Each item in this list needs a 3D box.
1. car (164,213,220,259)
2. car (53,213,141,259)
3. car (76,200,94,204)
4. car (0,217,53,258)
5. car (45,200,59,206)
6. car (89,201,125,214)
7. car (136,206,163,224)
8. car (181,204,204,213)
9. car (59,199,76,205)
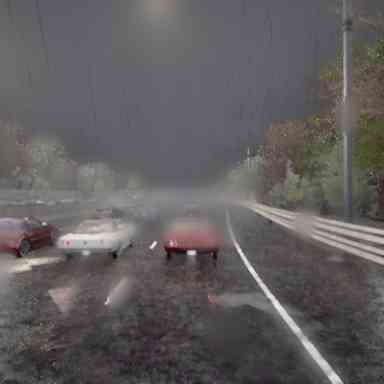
[{"bbox_3d":[0.013,1.747,13.239,1.895,1.301,4.718,0,-1,0],"label":"car"},{"bbox_3d":[-3.487,1.747,13.232,1.895,1.301,4.718,0,-1,0],"label":"car"},{"bbox_3d":[-21.032,2.334,67.378,2.033,1.411,5.357,0,-1,0],"label":"car"},{"bbox_3d":[-6.984,1.713,13.458,1.994,1.385,4.181,0,-1,1],"label":"car"},{"bbox_3d":[-28.032,2.319,67.375,2.128,1.511,4.902,0,-1,0],"label":"car"},{"bbox_3d":[-6.990,1.813,28.486,2.128,1.511,4.902,0,-1,1],"label":"car"},{"bbox_3d":[-3.503,1.856,27.511,2.033,1.411,5.357,0,-1,0],"label":"car"},{"bbox_3d":[0.016,1.806,29.230,1.882,1.535,5.008,0,0,1],"label":"car"},{"bbox_3d":[-24.532,2.272,67.377,1.882,1.535,5.008,0,-1,0],"label":"car"}]
